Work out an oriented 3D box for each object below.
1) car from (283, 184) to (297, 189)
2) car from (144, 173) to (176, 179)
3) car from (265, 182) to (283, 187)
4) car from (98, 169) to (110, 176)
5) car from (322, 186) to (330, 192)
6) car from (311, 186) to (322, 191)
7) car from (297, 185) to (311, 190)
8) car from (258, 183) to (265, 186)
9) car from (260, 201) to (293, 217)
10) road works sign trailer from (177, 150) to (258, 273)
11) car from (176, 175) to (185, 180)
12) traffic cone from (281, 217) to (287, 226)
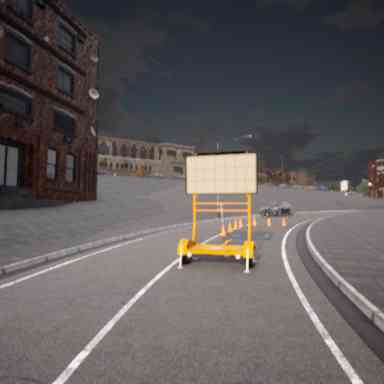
[{"bbox_3d":[21.453,-1.064,76.965,4.674,1.452,2.002,3,-5,-38],"label":"car"},{"bbox_3d":[-5.969,-2.496,58.009,4.892,1.521,2.231,2,-5,-32],"label":"car"},{"bbox_3d":[17.088,-1.327,73.597,4.792,1.488,2.163,3,-5,-37],"label":"car"},{"bbox_3d":[-15.281,-2.981,52.283,4.553,1.767,2.185,2,-5,-32],"label":"car"},{"bbox_3d":[34.185,-0.486,87.707,5.566,2.045,2.435,4,-6,-41],"label":"car"},{"bbox_3d":[29.970,-0.680,84.008,4.553,1.767,2.185,4,-6,-40],"label":"car"},{"bbox_3d":[25.668,-0.847,80.368,4.892,1.521,2.231,3,-5,-39],"label":"car"},{"bbox_3d":[12.491,-1.737,70.200,4.553,1.767,2.185,3,-5,-35],"label":"car"},{"bbox_3d":[9.020,1.749,35.620,2.097,1.767,4.553,-3,-3,38],"label":"car"},{"bbox_3d":[1.003,0.484,10.969,2.380,3.560,2.880,-1,0,18],"label":"road works sign trailer"},{"bbox_3d":[-1.276,-2.301,60.908,4.892,1.521,2.231,2,-5,-32],"label":"car"},{"bbox_3d":[6.327,2.045,22.929,0.340,0.580,0.340,-2,-1,17],"label":"traffic cone"}]
